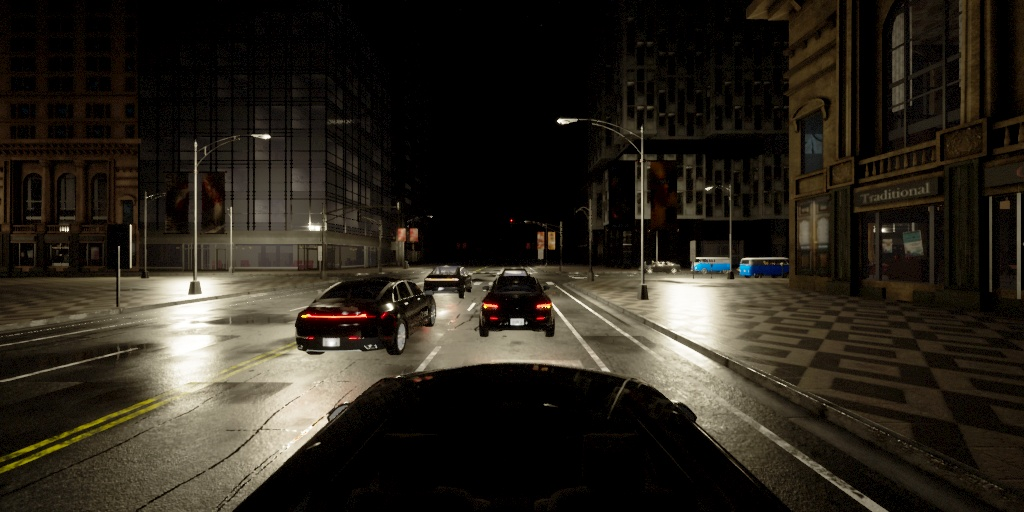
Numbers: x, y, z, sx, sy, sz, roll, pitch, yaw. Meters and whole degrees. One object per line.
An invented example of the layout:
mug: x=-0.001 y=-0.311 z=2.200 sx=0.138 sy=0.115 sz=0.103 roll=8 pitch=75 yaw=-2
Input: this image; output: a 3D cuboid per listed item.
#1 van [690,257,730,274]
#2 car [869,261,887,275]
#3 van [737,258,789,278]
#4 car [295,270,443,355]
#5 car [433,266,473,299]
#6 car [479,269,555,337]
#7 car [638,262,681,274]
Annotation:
van: x=21.604 y=1.043 z=38.857 sx=3.998 sy=1.789 sz=1.690 roll=0 pitch=0 yaw=0
car: x=32.781 y=1.252 z=30.251 sx=4.207 sy=1.307 sz=1.802 roll=0 pitch=0 yaw=0
van: x=21.544 y=1.033 z=30.332 sx=3.998 sy=1.789 sz=1.690 roll=0 pitch=0 yaw=0
car: x=-3.133 y=1.255 z=8.653 sx=1.837 sy=1.490 sz=4.892 roll=0 pitch=0 yaw=0
car: x=-3.104 y=1.241 z=18.067 sx=2.128 sy=1.511 sz=4.902 roll=0 pitch=0 yaw=0
car: x=0.124 y=1.276 z=10.147 sx=1.812 sy=1.442 sz=4.674 roll=0 pitch=0 yaw=0
car: x=15.985 y=1.264 z=38.898 sx=4.403 sy=1.370 sz=2.007 roll=0 pitch=0 yaw=0
